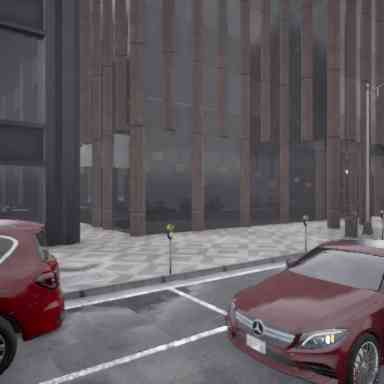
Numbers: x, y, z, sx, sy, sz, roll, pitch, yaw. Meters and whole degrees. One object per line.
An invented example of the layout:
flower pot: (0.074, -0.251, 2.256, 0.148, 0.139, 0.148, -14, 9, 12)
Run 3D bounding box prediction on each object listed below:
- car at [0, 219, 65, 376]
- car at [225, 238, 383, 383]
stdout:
car: (-4.070, 1.314, 3.745, 5.009, 1.841, 2.192, 0, 0, -36)
car: (2.647, 1.529, 5.267, 4.674, 1.442, 1.812, 0, 0, -35)
